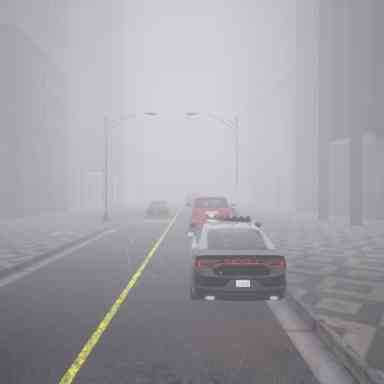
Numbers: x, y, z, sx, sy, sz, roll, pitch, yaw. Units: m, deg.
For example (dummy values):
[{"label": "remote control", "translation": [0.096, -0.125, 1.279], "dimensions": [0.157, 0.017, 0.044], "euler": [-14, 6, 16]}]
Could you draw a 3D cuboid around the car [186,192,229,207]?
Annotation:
[{"label": "car", "translation": [0.932, 1.208, 18.419], "dimensions": [2.150, 2.045, 5.566], "euler": [0, 0, 0]}]

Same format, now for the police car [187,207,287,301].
[{"label": "police car", "translation": [0.914, 1.421, 8.501], "dimensions": [1.930, 1.638, 5.238], "euler": [0, 0, 0]}]

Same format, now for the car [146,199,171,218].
[{"label": "car", "translation": [-2.946, 1.434, 30.189], "dimensions": [1.882, 1.535, 5.008], "euler": [0, 0, 0]}]

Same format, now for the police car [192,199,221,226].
[{"label": "police car", "translation": [0.944, 1.395, 24.500], "dimensions": [1.930, 1.638, 5.238], "euler": [0, 0, 0]}]

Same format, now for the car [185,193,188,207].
[{"label": "car", "translation": [0.122, 1.131, 48.271], "dimensions": [2.150, 2.045, 5.566], "euler": [0, 0, 1]}]
